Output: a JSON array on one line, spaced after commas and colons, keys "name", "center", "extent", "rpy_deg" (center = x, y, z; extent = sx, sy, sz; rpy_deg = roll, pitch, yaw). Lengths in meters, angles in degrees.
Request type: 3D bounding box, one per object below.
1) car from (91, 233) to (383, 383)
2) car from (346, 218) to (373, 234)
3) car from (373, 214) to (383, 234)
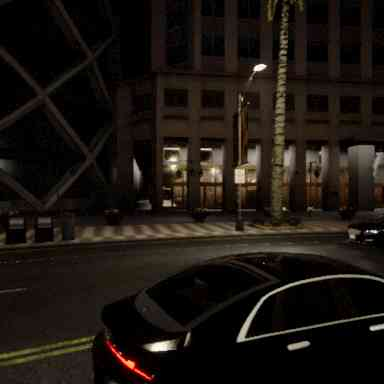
[{"name": "car", "center": [1.368, 1.508, 3.948], "extent": [4.892, 1.490, 1.837], "rpy_deg": [0, 0, -25]}, {"name": "car", "center": [8.756, 1.505, 13.642], "extent": [4.902, 1.511, 2.128], "rpy_deg": [0, 0, -11]}, {"name": "car", "center": [8.413, 1.489, 10.021], "extent": [5.008, 1.535, 1.882], "rpy_deg": [0, 0, -11]}]
